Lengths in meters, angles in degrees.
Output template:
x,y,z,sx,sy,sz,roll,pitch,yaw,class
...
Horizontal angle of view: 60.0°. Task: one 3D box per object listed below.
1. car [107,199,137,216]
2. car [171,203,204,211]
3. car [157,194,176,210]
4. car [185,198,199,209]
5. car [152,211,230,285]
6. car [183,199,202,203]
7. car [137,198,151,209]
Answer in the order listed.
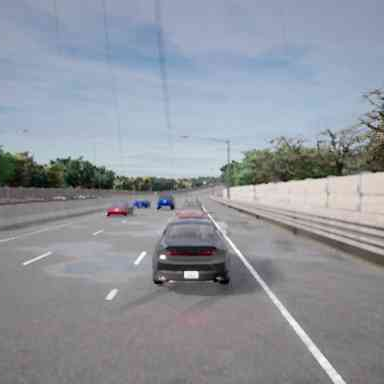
x,y,z,sx,sy,sz,roll,pitch,yaw,class
-6.951,1.611,32.581,1.994,1.385,4.181,0,0,-1,car
-0.035,1.553,18.783,1.812,1.442,4.674,0,0,0,car
-3.481,1.288,45.223,2.150,2.045,5.566,0,0,0,car
0.015,1.591,47.052,1.812,1.442,4.674,0,0,0,car
-0.018,1.519,9.505,1.837,1.490,4.892,0,0,0,car
-0.049,1.543,27.700,1.837,1.490,4.892,0,0,0,car
-6.983,1.543,47.261,1.882,1.535,5.008,0,0,0,car
